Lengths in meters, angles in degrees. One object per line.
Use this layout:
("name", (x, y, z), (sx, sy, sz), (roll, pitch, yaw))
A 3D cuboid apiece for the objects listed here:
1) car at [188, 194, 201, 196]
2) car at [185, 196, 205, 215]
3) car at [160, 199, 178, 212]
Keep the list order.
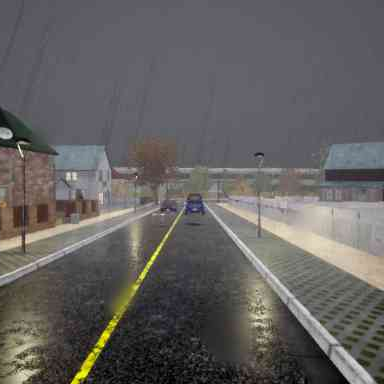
("car", (0.350, 1.221, 44.198), (2.150, 2.045, 5.566), (0, 0, 0))
("car", (0.292, 1.469, 33.665), (1.882, 1.535, 5.008), (0, 0, 0))
("car", (-2.552, 1.542, 38.238), (2.033, 1.411, 5.357), (0, 0, 1))
